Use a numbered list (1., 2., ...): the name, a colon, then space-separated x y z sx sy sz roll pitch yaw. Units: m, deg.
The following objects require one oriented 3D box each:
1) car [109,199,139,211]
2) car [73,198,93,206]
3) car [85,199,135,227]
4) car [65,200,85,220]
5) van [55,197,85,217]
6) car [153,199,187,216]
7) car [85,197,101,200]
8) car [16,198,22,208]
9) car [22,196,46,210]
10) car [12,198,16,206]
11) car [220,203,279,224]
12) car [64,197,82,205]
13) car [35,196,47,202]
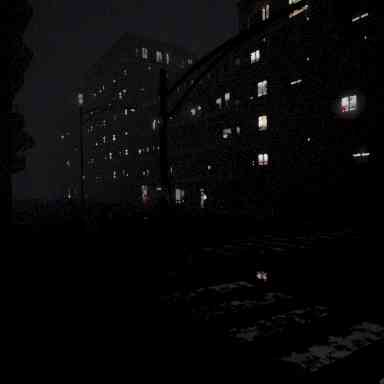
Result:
1. car: -8.708 1.581 42.299 2.008 1.369 4.403 -1 1 -36
2. car: -18.365 1.643 55.805 1.947 1.339 4.313 -1 1 -36
3. car: -5.869 1.553 23.921 1.967 1.590 4.097 -1 1 -36
4. car: -8.988 1.652 28.284 1.752 1.417 4.829 -1 1 -36
5. van: -12.308 1.483 32.922 1.690 1.788 3.998 -1 1 -36
6. car: -2.271 1.441 33.295 1.967 1.590 4.097 -1 1 -36
7. car: -15.147 1.501 51.302 1.967 1.590 4.097 -1 1 -36
8. car: -25.181 1.769 50.931 1.947 1.339 4.313 -1 1 -36
9. car: -21.964 1.628 46.429 1.967 1.590 4.097 -1 1 -36
10. car: -31.619 1.782 59.935 1.887 1.381 4.507 -1 1 -36
11. car: 4.069 1.498 24.431 1.752 1.417 4.829 -1 1 -36
12. car: -21.584 1.645 60.307 2.008 1.369 4.403 -1 1 -36
13. car: -37.678 1.727 82.816 1.887 1.381 4.507 -1 1 -36
